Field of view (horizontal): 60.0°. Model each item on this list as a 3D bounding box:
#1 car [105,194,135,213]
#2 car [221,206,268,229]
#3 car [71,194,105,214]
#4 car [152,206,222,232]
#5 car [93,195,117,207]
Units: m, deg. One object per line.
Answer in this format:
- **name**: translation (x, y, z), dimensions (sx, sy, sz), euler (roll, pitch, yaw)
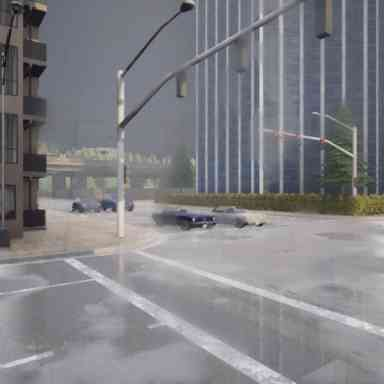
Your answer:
- **car**: translation (-8.548, 1.224, 37.910), dimensions (2.150, 2.045, 5.566), euler (0, 0, -35)
- **car**: translation (2.695, 1.601, 21.855), dimensions (1.895, 1.301, 4.718), euler (0, 0, -35)
- **car**: translation (-11.456, 1.353, 35.970), dimensions (2.097, 1.767, 4.553), euler (0, 0, -34)
- **car**: translation (-0.544, 1.601, 20.377), dimensions (1.895, 1.301, 4.718), euler (0, 0, -35)
- **car**: translation (-13.390, 1.352, 51.202), dimensions (2.097, 1.767, 4.553), euler (0, 0, -36)
